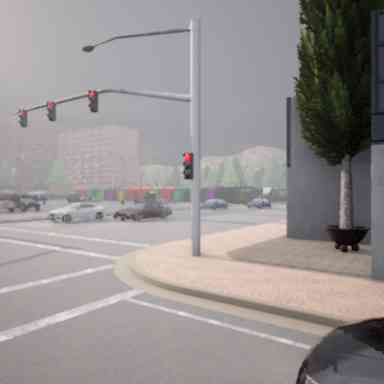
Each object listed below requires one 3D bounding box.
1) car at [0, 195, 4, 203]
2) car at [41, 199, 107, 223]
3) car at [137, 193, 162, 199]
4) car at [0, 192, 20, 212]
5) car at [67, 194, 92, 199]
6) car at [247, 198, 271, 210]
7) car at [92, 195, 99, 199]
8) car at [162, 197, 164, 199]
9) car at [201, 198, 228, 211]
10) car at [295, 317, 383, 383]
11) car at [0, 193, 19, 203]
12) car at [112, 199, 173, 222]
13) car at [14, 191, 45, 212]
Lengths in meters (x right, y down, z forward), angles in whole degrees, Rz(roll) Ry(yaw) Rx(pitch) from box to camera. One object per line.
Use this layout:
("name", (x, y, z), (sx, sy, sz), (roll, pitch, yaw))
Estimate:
("car", (-38.562, 1.375, 64.737), (3.905, 1.438, 1.784), (0, 0, 35))
("car", (-8.802, 1.530, 25.806), (1.812, 1.442, 4.674), (0, 0, 37))
("car", (-7.222, 1.162, 52.727), (3.866, 1.878, 1.905), (0, 0, 35))
("car", (-20.218, 1.159, 34.338), (4.605, 1.855, 1.932), (0, 0, 35))
("car", (-21.550, 1.162, 62.811), (4.605, 1.855, 1.932), (0, 0, 35))
("car", (8.925, 1.528, 43.848), (1.812, 1.442, 4.674), (0, 0, 37))
("car", (-19.827, 1.372, 65.141), (3.905, 1.438, 1.784), (0, 0, 35))
("car", (-5.544, 1.401, 55.086), (3.806, 1.475, 1.970), (0, 0, 35))
("car", (2.794, 1.529, 41.489), (1.812, 1.442, 4.674), (0, 0, 37))
("car", (3.068, 1.491, 1.777), (4.902, 1.511, 2.128), (0, 0, 36))
("car", (-37.056, 1.164, 66.959), (4.605, 1.855, 1.932), (0, 0, 35))
("car", (-3.797, 1.550, 26.770), (2.033, 1.411, 5.357), (0, 0, 36))
("car", (-18.505, 1.162, 36.671), (3.866, 1.878, 1.905), (0, 0, 35))
